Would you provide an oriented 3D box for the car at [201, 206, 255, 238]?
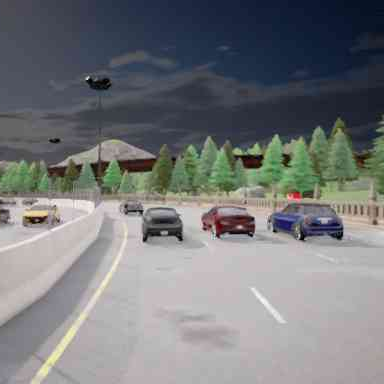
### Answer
[{"bbox_3d":[1.771,1.465,17.702,1.882,1.535,5.008,0,0,-10],"label":"car"}]

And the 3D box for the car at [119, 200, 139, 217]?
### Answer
[{"bbox_3d":[-6.346,1.560,34.466,2.033,1.411,5.357,0,0,-21],"label":"car"}]

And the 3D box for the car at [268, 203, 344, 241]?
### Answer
[{"bbox_3d":[5.484,1.326,16.639,2.097,1.767,4.553,0,0,-8],"label":"car"}]

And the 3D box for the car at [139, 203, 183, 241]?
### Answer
[{"bbox_3d":[-1.575,1.505,16.620,1.837,1.490,4.892,0,0,-9],"label":"car"}]
